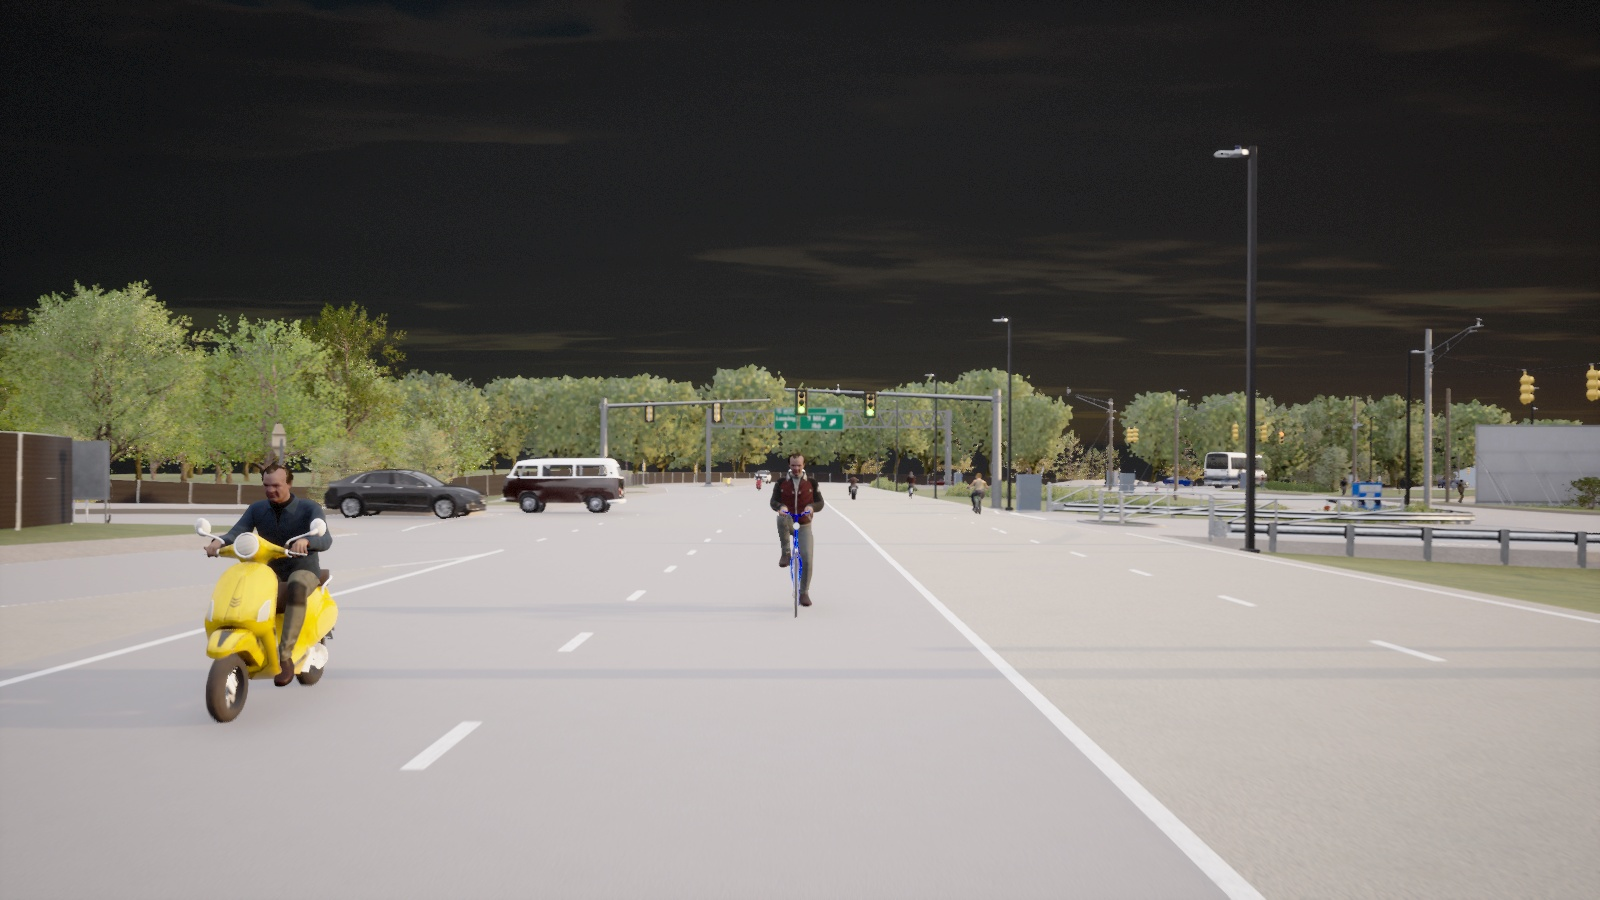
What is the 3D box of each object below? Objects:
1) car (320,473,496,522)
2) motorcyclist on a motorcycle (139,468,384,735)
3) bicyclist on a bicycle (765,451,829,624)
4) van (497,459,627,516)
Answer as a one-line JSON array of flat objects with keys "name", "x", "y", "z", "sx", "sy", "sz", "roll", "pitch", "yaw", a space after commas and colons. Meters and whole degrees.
[{"name": "car", "x": -12.177, "y": 1.470, "z": 39.211, "sx": 4.892, "sy": 1.490, "sz": 1.837, "roll": 0, "pitch": -1, "yaw": 1}, {"name": "motorcyclist on a motorcycle", "x": -3.520, "y": 0.921, "z": 8.420, "sx": 0.866, "sy": 1.590, "sz": 1.817, "roll": 0, "pitch": -1, "yaw": 0}, {"name": "bicyclist on a bicycle", "x": -0.034, "y": 0.914, "z": 13.820, "sx": 0.659, "sy": 1.776, "sz": 1.843, "roll": 0, "pitch": -1, "yaw": 0}, {"name": "van", "x": -8.850, "y": 1.399, "z": 46.939, "sx": 4.480, "sy": 2.038, "sz": 2.069, "roll": 0, "pitch": -1, "yaw": -1}]
